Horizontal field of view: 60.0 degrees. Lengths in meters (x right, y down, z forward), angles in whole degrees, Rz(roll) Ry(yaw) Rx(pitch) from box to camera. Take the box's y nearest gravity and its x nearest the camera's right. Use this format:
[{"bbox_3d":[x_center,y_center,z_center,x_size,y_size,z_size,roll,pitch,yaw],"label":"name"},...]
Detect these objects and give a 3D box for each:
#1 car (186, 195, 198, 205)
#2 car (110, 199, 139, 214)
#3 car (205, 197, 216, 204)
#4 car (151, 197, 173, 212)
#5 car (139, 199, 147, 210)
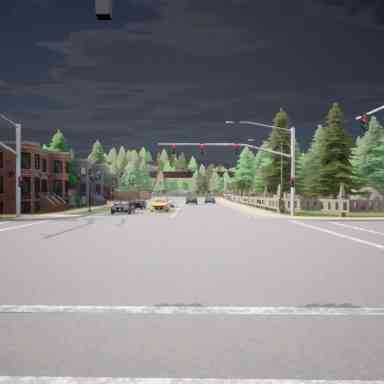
[{"bbox_3d":[-0.064,1.352,60.148,2.097,1.767,4.553,0,0,0],"label":"car"},{"bbox_3d":[-7.135,1.564,34.778,1.994,1.385,4.181,0,0,0],"label":"car"},{"bbox_3d":[3.531,1.564,65.129,1.994,1.385,4.181,0,0,0],"label":"car"},{"bbox_3d":[-3.635,1.478,38.754,1.882,1.535,5.008,0,0,0],"label":"car"},{"bbox_3d":[-7.133,1.601,43.531,1.895,1.301,4.718,0,0,0],"label":"car"}]
